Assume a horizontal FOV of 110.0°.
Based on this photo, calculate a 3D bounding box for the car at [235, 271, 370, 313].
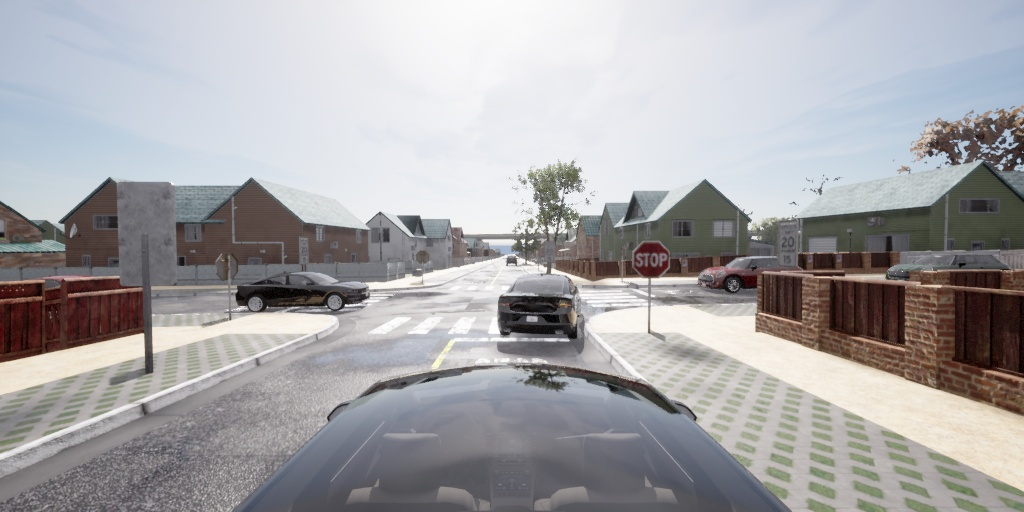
[{"bbox_3d":[-8.479,1.376,14.760,5.008,1.535,1.882,-1,2,0],"label":"car"}]

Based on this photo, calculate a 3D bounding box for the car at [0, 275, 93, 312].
[{"bbox_3d":[-18.032,1.546,14.689,5.008,1.535,1.882,-1,2,0],"label":"car"}]

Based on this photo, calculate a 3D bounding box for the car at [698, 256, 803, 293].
[{"bbox_3d":[11.794,0.820,17.859,4.553,1.767,2.097,-1,2,0],"label":"car"}]

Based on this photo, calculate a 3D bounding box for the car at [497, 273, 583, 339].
[{"bbox_3d":[0.951,1.224,10.241,1.882,1.535,5.008,0,0,12],"label":"car"}]

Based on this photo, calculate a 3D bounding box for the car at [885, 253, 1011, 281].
[{"bbox_3d":[21.688,0.646,17.938,4.553,1.767,2.097,-1,2,0],"label":"car"}]
